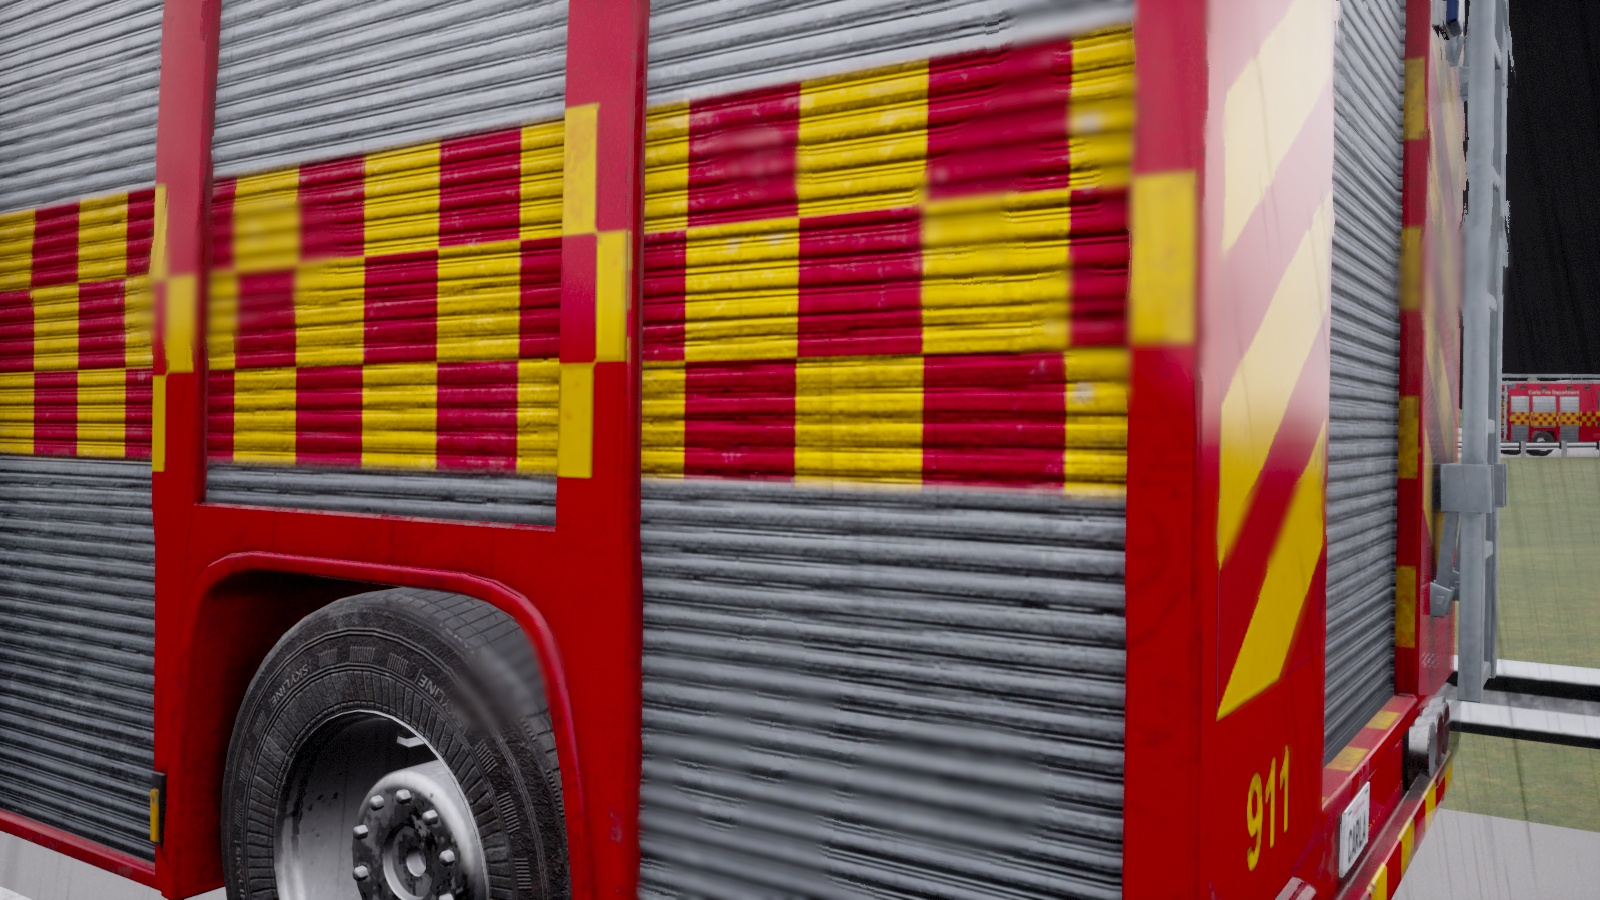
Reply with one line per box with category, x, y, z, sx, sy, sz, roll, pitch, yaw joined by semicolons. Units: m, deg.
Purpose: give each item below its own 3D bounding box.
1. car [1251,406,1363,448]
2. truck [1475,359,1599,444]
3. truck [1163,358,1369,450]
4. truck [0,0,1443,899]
car;24.411;-1.112;60.532;4.605;1.855;1.932;-1;1;-5
truck;36.712;-2.316;59.060;8.468;3.827;2.891;-1;1;-3
truck;21.090;-1.985;56.978;8.468;3.827;2.891;-1;1;26
truck;-2.277;-0.483;5.145;8.468;3.827;2.891;0;1;34
